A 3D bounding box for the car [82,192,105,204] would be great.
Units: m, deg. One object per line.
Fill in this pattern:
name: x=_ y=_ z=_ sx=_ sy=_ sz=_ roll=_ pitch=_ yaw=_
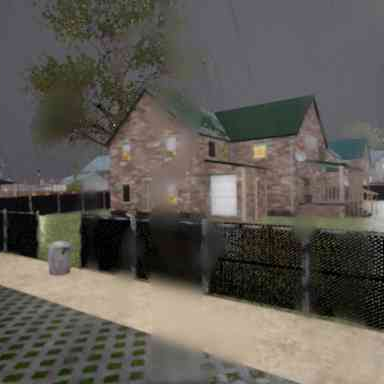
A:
car: x=-11.905 y=0.767 z=38.234 sx=2.033 sy=1.411 sz=5.357 roll=-1 pitch=2 yaw=36
